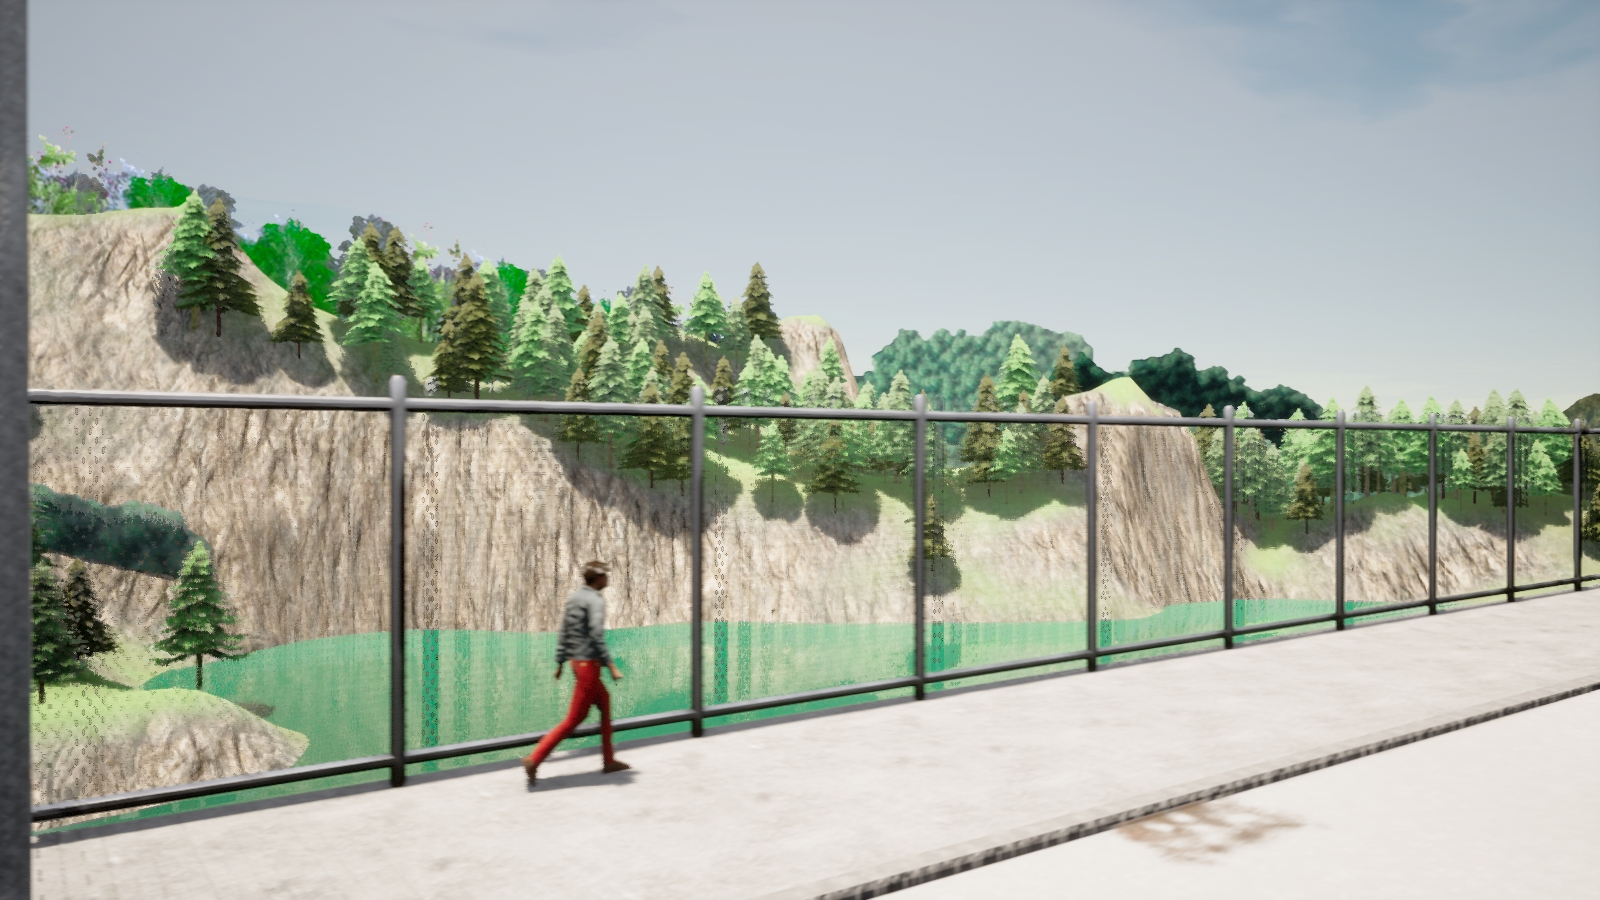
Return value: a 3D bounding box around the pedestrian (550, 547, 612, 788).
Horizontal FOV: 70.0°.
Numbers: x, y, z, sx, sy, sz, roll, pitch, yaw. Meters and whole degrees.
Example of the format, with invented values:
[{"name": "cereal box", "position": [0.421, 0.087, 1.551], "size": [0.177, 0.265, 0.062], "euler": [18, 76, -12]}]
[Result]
[{"name": "pedestrian", "position": [-1.783, 1.743, 9.298], "size": [0.375, 1.860, 0.375], "euler": [0, 0, -35]}]
